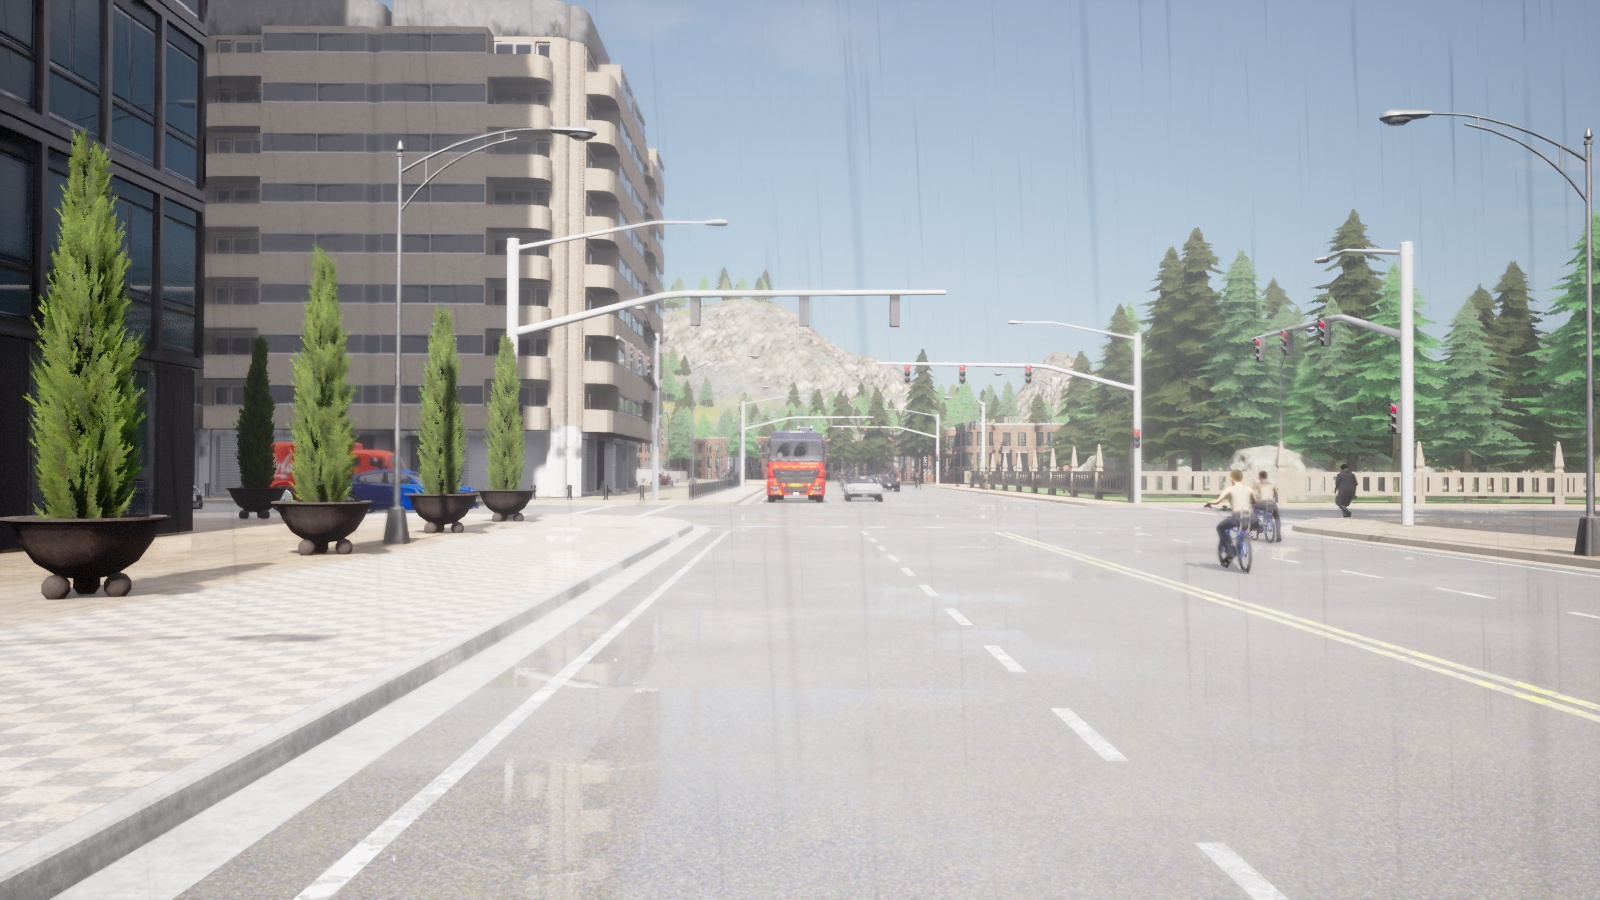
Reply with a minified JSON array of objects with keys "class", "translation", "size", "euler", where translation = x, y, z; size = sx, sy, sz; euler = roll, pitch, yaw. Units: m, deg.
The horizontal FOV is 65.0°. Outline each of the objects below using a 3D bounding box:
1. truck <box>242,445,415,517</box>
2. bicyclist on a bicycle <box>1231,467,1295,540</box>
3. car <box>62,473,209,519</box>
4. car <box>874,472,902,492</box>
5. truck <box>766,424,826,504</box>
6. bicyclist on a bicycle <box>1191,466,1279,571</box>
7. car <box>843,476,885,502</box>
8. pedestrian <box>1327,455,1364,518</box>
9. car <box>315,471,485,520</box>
[{"class":"truck","translation":[-16.747,1.090,44.837],"size":[5.204,2.467,2.627],"euler":[0,-1,0]},{"class":"bicyclist on a bicycle","translation":[10.412,1.183,28.270],"size":[0.866,1.612,1.509],"euler":[0,-1,0]},{"class":"car","translation":[-21.819,1.504,41.343],"size":[3.806,1.475,1.970],"euler":[0,-1,0]},{"class":"car","translation":[6.723,2.411,96.059],"size":[1.845,1.501,3.633],"euler":[0,-1,0]},{"class":"truck","translation":[-0.192,0.738,64.917],"size":[2.891,3.827,8.468],"euler":[0,-1,0]},{"class":"bicyclist on a bicycle","translation":[6.938,1.060,20.093],"size":[0.866,1.612,1.509],"euler":[0,-1,0]},{"class":"car","translation":[3.310,2.002,65.676],"size":[1.895,1.301,4.718],"euler":[0,-1,0]},{"class":"pedestrian","translation":[17.260,1.150,39.743],"size":[0.659,1.952,0.873],"euler":[0,-1,-10]},{"class":"car","translation":[-13.090,1.481,41.321],"size":[5.008,1.535,1.882],"euler":[0,-1,0]}]
